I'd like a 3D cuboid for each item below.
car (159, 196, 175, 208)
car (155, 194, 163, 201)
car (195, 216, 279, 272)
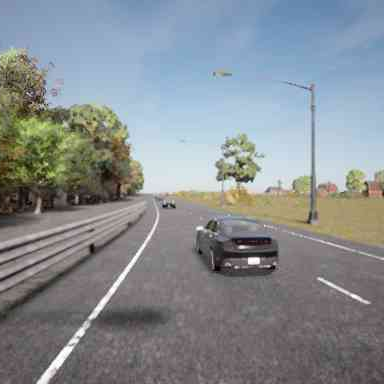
[{"bbox_3d":[-3.621,1.755,50.720,1.895,1.301,4.718,0,0,-7],"label":"car"},{"bbox_3d":[-8.363,1.773,88.834,2.033,1.411,5.357,0,0,-7],"label":"car"},{"bbox_3d":[1.310,1.554,11.050,1.837,1.490,4.892,0,0,-7],"label":"car"}]
